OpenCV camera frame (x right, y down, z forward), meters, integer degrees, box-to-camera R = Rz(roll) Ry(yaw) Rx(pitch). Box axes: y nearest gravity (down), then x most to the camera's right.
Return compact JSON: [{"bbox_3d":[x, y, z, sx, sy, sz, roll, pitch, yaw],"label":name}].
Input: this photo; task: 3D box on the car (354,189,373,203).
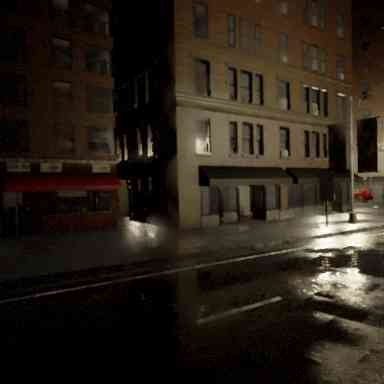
[{"bbox_3d":[20.938,0.477,43.557,2.192,1.841,5.009,-1,1,-44],"label":"car"}]
